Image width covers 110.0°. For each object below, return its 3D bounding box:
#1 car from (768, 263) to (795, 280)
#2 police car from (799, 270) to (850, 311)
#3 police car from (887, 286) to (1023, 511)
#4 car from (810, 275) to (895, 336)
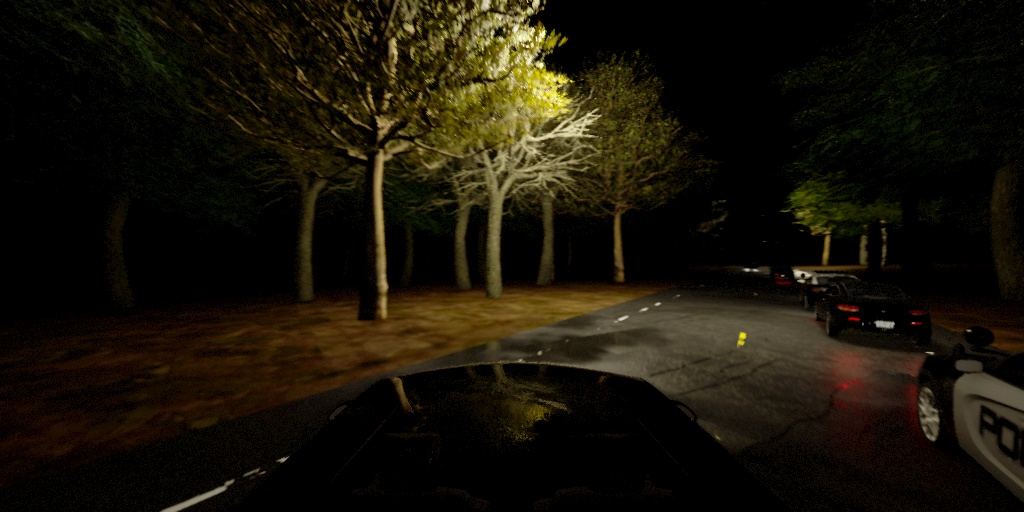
[{"bbox_3d":[27.781,1.649,36.946,1.837,1.490,4.892,0,0,35],"label":"car"},{"bbox_3d":[13.561,1.407,15.240,1.930,1.638,5.238,0,0,35],"label":"police car"},{"bbox_3d":[4.474,1.227,2.164,1.930,1.638,5.238,0,-1,34],"label":"police car"},{"bbox_3d":[10.039,1.454,10.267,1.812,1.442,4.674,0,-1,35],"label":"car"}]
